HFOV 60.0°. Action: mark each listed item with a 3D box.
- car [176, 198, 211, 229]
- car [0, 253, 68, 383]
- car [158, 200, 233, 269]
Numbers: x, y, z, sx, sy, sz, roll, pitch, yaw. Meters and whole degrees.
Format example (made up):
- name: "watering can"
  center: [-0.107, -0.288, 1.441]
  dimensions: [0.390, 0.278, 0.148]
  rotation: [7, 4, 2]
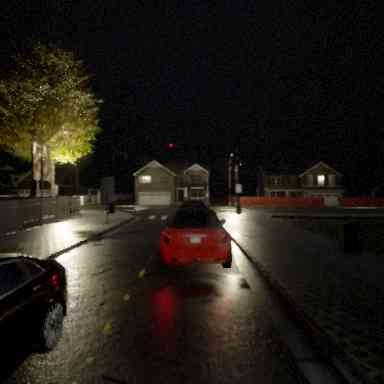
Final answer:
- name: "car"
  center: [0.132, 1.294, 22.088]
  dimensions: [2.097, 1.767, 4.553]
  rotation: [0, 0, 1]
- name: "car"
  center: [-2.848, 1.483, 3.308]
  dimensions: [2.128, 1.511, 4.902]
  rotation: [0, 0, 0]
- name: "car"
  center: [0.101, 1.323, 11.184]
  dimensions: [2.097, 1.767, 4.553]
  rotation: [0, 0, 0]
